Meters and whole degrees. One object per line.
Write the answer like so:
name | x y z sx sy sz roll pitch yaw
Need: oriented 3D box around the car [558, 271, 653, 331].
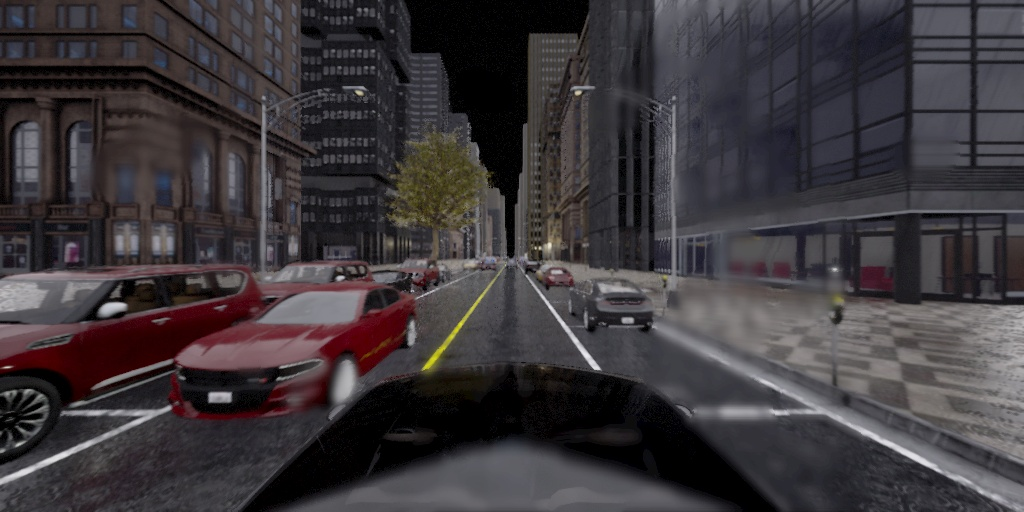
car | 2.762 1.302 10.739 2.007 1.370 4.403 0 0 0

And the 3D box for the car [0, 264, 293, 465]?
car | -5.763 1.065 5.054 2.192 1.841 5.009 0 0 0

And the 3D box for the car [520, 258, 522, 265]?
car | 2.757 1.322 56.159 2.007 1.370 4.403 0 0 0

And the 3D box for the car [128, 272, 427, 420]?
car | -3.101 1.228 6.304 1.882 1.535 5.008 0 0 0

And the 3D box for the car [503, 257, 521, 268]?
car | -0.007 1.322 59.976 2.033 1.411 5.357 0 0 1

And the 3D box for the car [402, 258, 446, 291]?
car | -5.764 1.068 22.086 2.192 1.841 5.009 0 0 0

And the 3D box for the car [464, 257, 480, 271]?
car | -5.767 1.292 50.302 1.751 1.417 4.829 0 0 0

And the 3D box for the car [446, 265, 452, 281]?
car | -5.765 1.305 27.763 2.007 1.370 4.403 0 0 0

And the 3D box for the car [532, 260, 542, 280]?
car | 2.760 1.281 27.942 1.751 1.417 4.829 0 0 0

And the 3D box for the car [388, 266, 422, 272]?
car | -5.764 1.318 16.409 1.948 1.339 4.313 0 0 0

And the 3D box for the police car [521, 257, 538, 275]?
police car | 2.363 1.186 40.293 1.930 1.638 5.238 0 0 0

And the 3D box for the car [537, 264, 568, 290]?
car | 2.761 1.336 22.094 1.802 1.307 4.207 0 0 0

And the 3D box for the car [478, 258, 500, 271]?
car | -3.080 1.330 48.011 1.994 1.385 4.181 0 0 0

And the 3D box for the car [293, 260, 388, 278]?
car | -5.763 1.066 10.732 2.192 1.841 5.009 0 0 0
